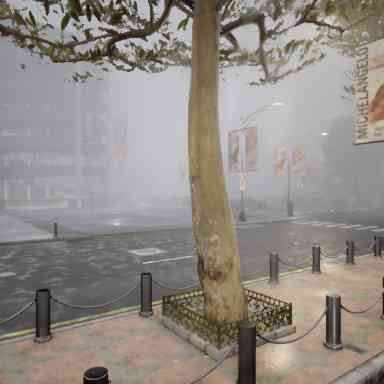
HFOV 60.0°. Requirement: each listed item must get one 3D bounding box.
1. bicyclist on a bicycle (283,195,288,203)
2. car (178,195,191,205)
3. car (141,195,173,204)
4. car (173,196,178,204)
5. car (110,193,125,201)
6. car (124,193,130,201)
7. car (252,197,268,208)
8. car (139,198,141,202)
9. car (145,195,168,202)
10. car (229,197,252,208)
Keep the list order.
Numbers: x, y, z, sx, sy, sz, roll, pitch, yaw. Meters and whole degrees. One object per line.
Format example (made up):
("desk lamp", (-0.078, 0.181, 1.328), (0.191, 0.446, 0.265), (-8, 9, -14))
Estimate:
("bicyclist on a bicycle", (17.566, 1.300, 62.343), (1.656, 1.620, 0.582), (0, 0, -36))
("car", (0.177, 1.352, 55.536), (2.097, 1.767, 4.553), (0, 0, -38))
("car", (-6.645, 1.547, 63.391), (5.357, 1.411, 2.033), (0, 0, 41))
("car", (-3.234, 1.491, 64.982), (4.902, 1.511, 2.128), (0, 0, 44))
("car", (-18.821, 1.545, 77.841), (4.718, 1.301, 1.895), (0, 0, 11))
("car", (-17.888, 1.165, 81.215), (5.566, 2.045, 2.150), (0, 0, 11))
("car", (8.967, 1.478, 49.519), (1.882, 1.535, 5.008), (0, 0, -37))
("car", (-9.545, 1.524, 74.216), (4.674, 1.442, 1.812), (0, 0, 26))
("car", (-8.332, 1.525, 77.517), (4.902, 1.511, 2.128), (0, 0, 26))
("car", (5.660, 1.547, 48.129), (2.033, 1.411, 5.357), (0, 0, -36))
